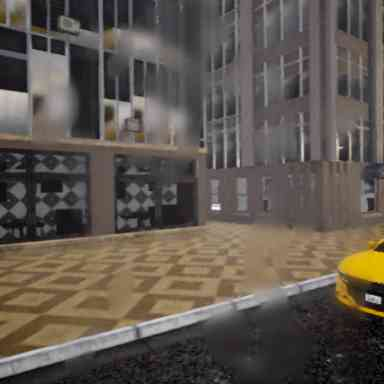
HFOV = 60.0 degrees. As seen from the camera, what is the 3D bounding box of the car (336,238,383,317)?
[{"bbox_3d":[4.968,1.459,6.823,5.008,1.535,1.882,0,0,-35],"label":"car"}]
